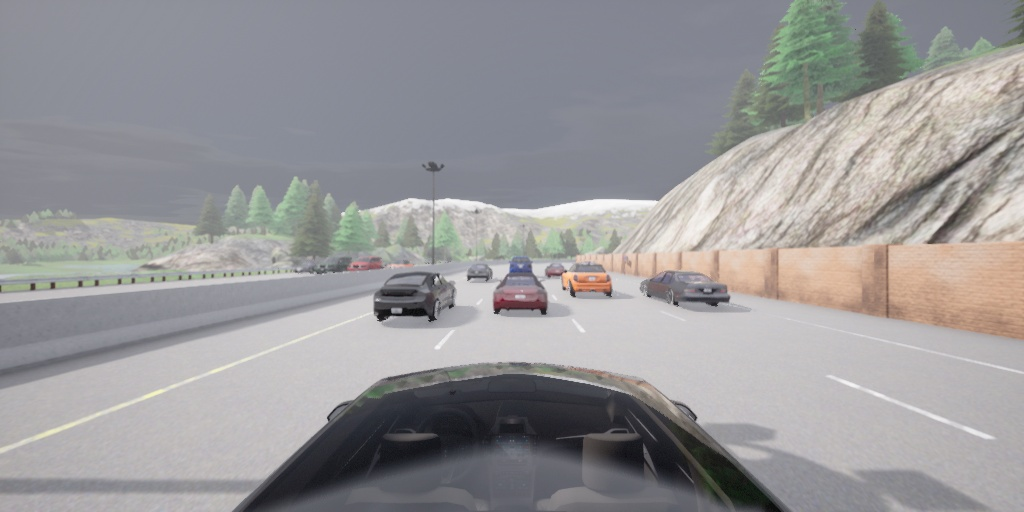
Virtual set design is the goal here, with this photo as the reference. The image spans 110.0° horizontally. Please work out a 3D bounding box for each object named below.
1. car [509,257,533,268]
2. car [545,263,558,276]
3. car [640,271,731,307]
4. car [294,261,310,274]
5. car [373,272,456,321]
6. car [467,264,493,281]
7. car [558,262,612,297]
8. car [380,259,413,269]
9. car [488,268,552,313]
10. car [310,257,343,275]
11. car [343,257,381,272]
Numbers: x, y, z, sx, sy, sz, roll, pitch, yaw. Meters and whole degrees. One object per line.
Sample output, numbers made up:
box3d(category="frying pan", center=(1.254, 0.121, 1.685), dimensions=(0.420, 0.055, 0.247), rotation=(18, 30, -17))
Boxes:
box3d(category="car", center=(0.864, 1.082, 35.166), dimensions=(2.150, 2.045, 5.566), rotation=(0, 0, 1))
box3d(category="car", center=(4.382, 1.430, 36.027), dimensions=(1.994, 1.385, 4.181), rotation=(0, 0, 1))
box3d(category="car", center=(7.391, 1.350, 15.917), dimensions=(2.033, 1.411, 5.357), rotation=(0, 0, 2))
box3d(category="car", center=(-23.657, 1.361, 42.402), dimensions=(2.128, 1.511, 4.902), rotation=(0, 0, 1))
box3d(category="car", center=(-3.214, 1.291, 12.624), dimensions=(1.837, 1.490, 4.892), rotation=(0, 0, 2))
box3d(category="car", center=(-2.747, 1.393, 31.149), dimensions=(2.033, 1.411, 5.357), rotation=(0, 0, 2))
box3d(category="car", center=(3.988, 1.164, 19.724), dimensions=(2.097, 1.767, 4.553), rotation=(0, 0, 2))
box3d(category="car", center=(-13.168, 1.226, 41.904), dimensions=(2.097, 1.767, 4.553), rotation=(0, 0, 1))
box3d(category="car", center=(0.337, 1.356, 14.184), dimensions=(1.994, 1.385, 4.181), rotation=(0, 0, 2))
box3d(category="car", center=(-20.193, 1.085, 41.015), dimensions=(2.150, 2.045, 5.566), rotation=(0, 0, 1))
box3d(category="car", center=(-16.690, 1.087, 41.156), dimensions=(2.150, 2.045, 5.566), rotation=(0, 0, 1))
